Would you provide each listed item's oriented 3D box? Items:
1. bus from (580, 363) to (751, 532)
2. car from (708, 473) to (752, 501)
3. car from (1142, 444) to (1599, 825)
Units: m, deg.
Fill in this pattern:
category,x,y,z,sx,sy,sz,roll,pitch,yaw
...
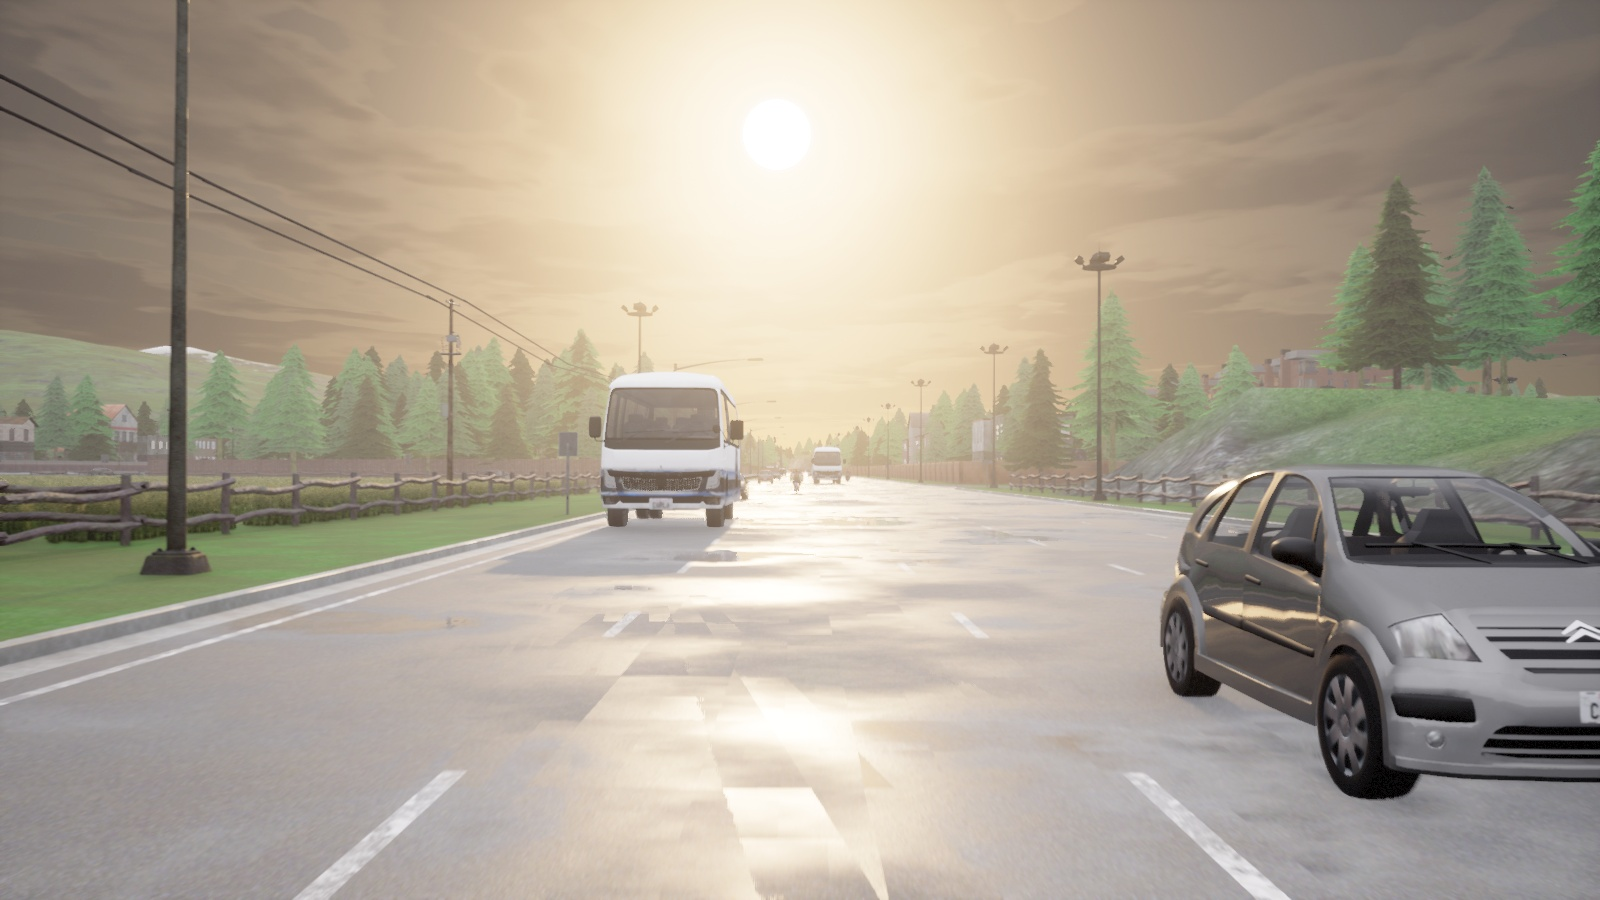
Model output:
category,x,y,z,sx,sy,sz,roll,pitch,yaw
bus,-3.595,0.034,36.806,3.944,4.253,10.273,0,-1,0
car,-3.661,1.927,66.446,2.033,1.411,5.357,0,-1,0
car,3.482,0.814,7.341,1.851,1.617,3.988,0,-1,0
